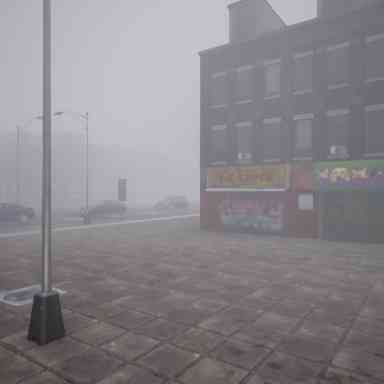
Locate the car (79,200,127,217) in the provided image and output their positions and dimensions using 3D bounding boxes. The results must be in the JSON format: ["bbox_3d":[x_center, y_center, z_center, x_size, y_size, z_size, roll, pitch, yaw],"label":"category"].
[{"bbox_3d":[-8.027,1.446,30.346,1.812,1.442,4.674,0,0,35],"label":"car"}]

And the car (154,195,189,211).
[{"bbox_3d":[-2.308,1.237,38.494,2.097,1.767,4.553,0,0,35],"label":"car"}]

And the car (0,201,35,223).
[{"bbox_3d":[-13.390,1.432,22.690,1.882,1.535,5.008,0,0,35],"label":"car"}]
